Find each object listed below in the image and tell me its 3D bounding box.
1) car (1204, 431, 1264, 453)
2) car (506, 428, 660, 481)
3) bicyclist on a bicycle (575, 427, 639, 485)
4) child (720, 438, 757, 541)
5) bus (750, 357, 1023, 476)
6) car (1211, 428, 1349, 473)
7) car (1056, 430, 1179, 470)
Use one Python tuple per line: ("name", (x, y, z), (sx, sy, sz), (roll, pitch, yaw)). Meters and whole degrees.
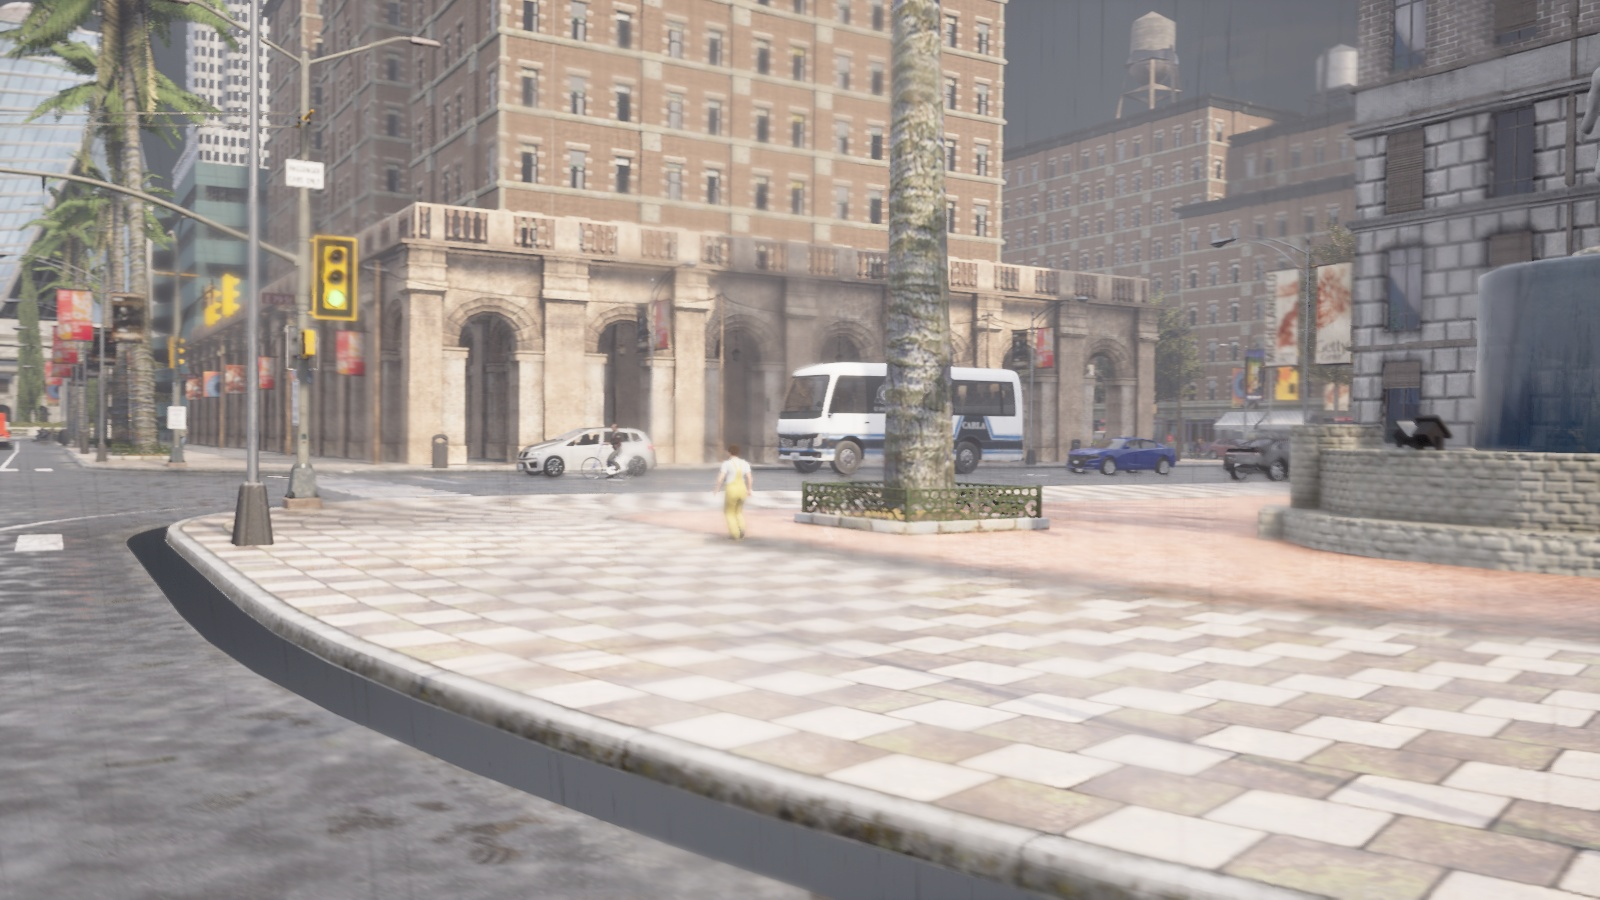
("car", (30.286, -0.588, 87.688), (1.845, 1.501, 3.633), (-1, 1, -32))
("car", (-7.314, 0.110, 42.490), (4.611, 1.667, 2.242), (-1, 1, -32))
("bicyclist on a bicycle", (-6.016, 0.166, 39.182), (1.843, 1.776, 0.659), (-1, 1, -32))
("child", (-0.765, 0.480, 15.707), (0.270, 1.263, 0.437), (-1, 1, -33))
("bus", (3.495, -1.282, 49.139), (10.273, 4.253, 3.944), (-1, 1, -32))
("car", (17.369, -0.016, 45.371), (4.902, 1.511, 2.128), (-1, 1, -32))
("car", (12.880, -0.025, 50.826), (5.008, 1.535, 1.882), (-1, 1, -32))
